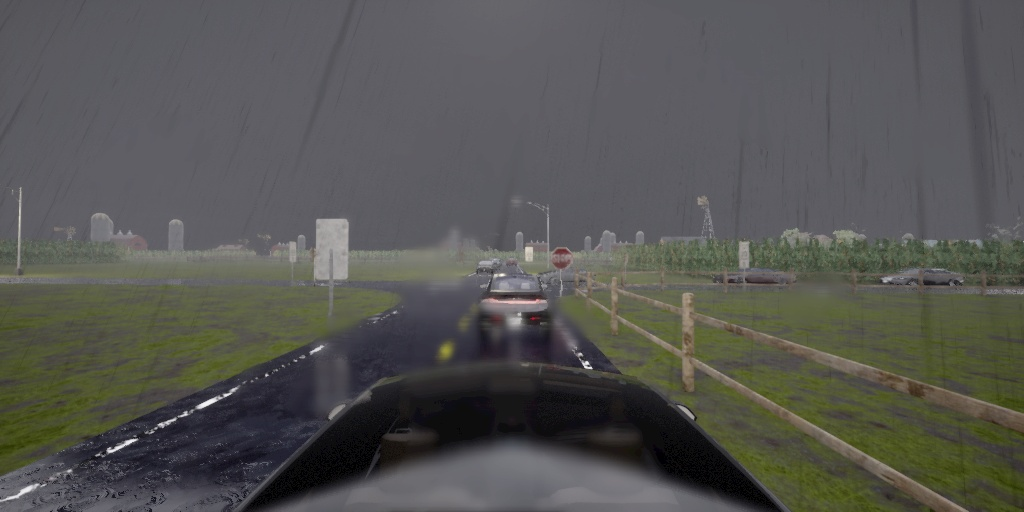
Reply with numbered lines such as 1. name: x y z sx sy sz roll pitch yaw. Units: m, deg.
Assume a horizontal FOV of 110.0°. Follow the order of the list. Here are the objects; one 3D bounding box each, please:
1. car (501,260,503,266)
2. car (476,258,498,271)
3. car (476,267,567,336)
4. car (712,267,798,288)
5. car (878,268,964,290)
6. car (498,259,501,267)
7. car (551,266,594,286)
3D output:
1. car: -2.999 1.071 58.621 2.097 1.767 4.553 0 0 0
2. car: -2.959 1.214 40.886 1.882 1.535 5.008 0 0 0
3. car: 0.079 1.242 10.356 2.128 1.511 4.902 0 0 0
4. car: 17.658 1.536 26.172 5.357 1.411 2.033 1 -1 0
5. car: 29.730 1.625 26.164 4.902 1.511 2.128 1 -1 0
6. car: -2.981 1.292 49.978 1.994 1.385 4.181 0 0 0
7. car: 3.517 1.365 24.499 4.181 1.385 1.994 1 -1 -23
